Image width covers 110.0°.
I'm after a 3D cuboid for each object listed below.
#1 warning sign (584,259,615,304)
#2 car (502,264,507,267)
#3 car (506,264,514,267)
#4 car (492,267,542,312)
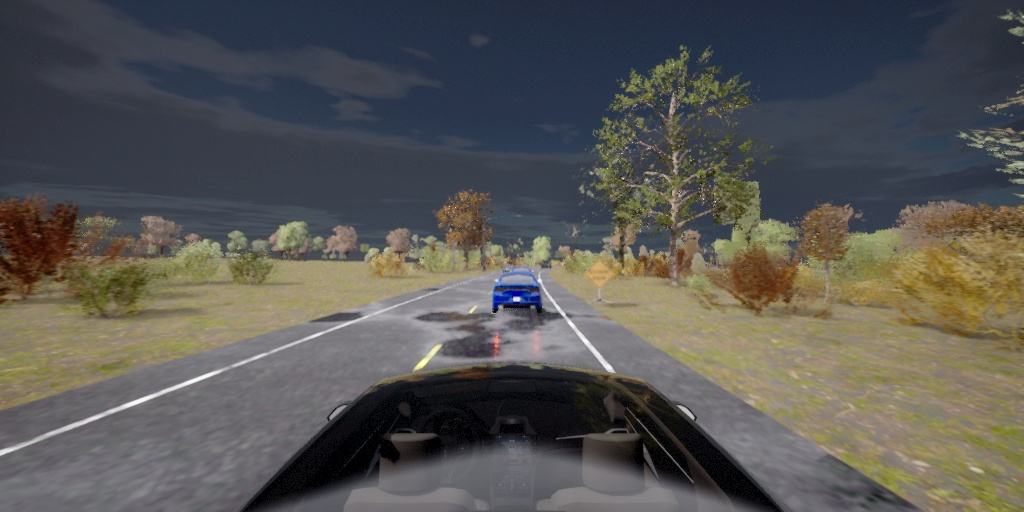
[{"bbox_3d":[3.737,1.050,15.308,1.300,1.860,1.060,0,0,1],"label":"warning sign"},{"bbox_3d":[-0.602,2.120,60.392,2.128,1.511,4.902,0,-1,6],"label":"car"},{"bbox_3d":[0.809,1.625,30.188,1.882,1.535,5.008,0,0,3],"label":"car"},{"bbox_3d":[0.256,1.411,15.250,1.882,1.535,5.008,0,0,2],"label":"car"}]
